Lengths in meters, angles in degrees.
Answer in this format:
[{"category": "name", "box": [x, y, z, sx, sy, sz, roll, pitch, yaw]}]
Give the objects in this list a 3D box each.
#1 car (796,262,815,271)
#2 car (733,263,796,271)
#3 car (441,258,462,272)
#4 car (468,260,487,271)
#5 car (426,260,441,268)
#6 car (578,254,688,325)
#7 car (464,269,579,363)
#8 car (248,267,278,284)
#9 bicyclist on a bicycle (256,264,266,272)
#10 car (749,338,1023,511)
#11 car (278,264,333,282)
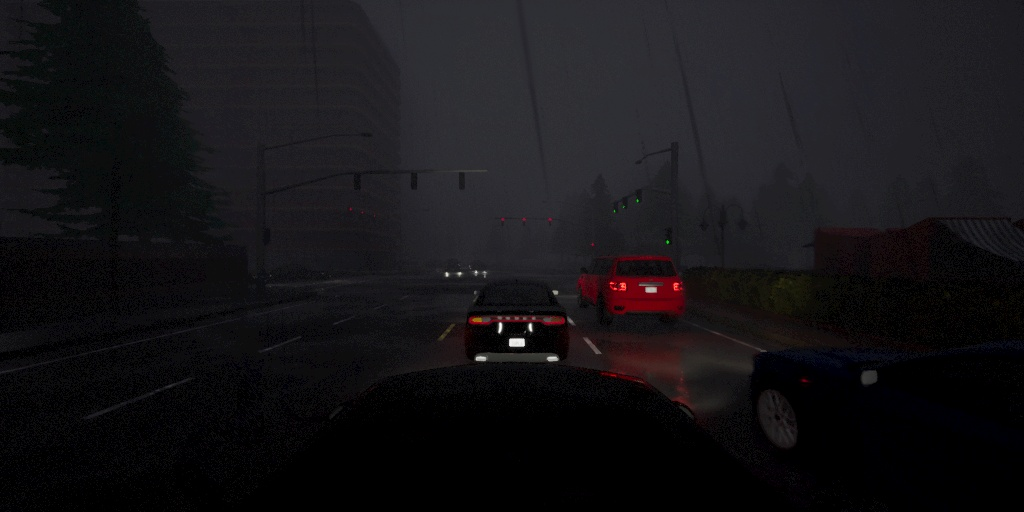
[{"category": "car", "box": [29.847, 1.331, 35.190, 4.674, 1.442, 1.812, 0, 0, 0]}, {"category": "car", "box": [21.502, 1.353, 31.811, 5.357, 1.411, 2.033, 0, 0, 1]}, {"category": "car", "box": [-7.782, 1.102, 46.896, 2.097, 1.767, 4.553, 0, 0, -13]}, {"category": "car", "box": [-4.872, 1.314, 50.482, 1.994, 1.385, 4.181, 0, 0, -18]}, {"category": "car", "box": [-12.643, 1.297, 59.767, 2.033, 1.411, 5.357, 0, 0, -34]}, {"category": "car", "box": [3.642, 0.971, 12.000, 2.150, 2.045, 5.566, 0, 0, 1]}, {"category": "car", "box": [0.098, 1.228, 8.186, 1.882, 1.535, 5.008, 0, 0, 0]}, {"category": "car", "box": [-19.909, 1.353, 25.135, 5.357, 1.411, 2.033, 0, 0, 1]}, {"category": "bicyclist on a bicycle", "box": [-28.508, 1.106, 40.729, 0.582, 1.620, 1.656, 0, 0, 1]}, {"category": "car", "box": [3.599, 1.228, 2.023, 1.882, 1.535, 5.008, 0, 0, 0]}, {"category": "car", "box": [-16.900, 1.331, 28.672, 4.674, 1.442, 1.812, 0, 0, -1]}]
